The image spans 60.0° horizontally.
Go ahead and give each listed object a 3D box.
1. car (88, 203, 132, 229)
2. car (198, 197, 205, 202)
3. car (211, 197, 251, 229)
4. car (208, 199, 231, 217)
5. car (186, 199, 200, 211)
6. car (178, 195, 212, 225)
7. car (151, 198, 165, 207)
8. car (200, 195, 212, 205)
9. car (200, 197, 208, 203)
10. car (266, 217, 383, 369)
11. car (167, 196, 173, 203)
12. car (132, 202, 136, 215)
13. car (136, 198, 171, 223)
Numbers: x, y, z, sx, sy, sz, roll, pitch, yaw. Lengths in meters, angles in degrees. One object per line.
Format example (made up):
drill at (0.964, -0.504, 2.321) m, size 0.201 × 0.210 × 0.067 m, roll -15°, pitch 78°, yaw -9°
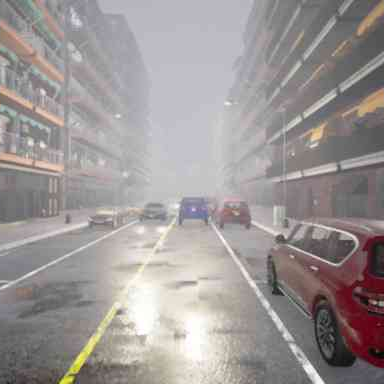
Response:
car at (-5.678, 1.649, 22.476) m, size 2.008 × 1.369 × 4.403 m, roll 1°, pitch 0°, yaw 0°
car at (2.781, 2.000, 95.466) m, size 1.947 × 1.339 × 4.313 m, roll 1°, pitch 0°, yaw 0°
car at (2.705, 1.413, 22.442) m, size 2.192 × 1.841 × 5.009 m, roll 1°, pitch 0°, yaw 0°
car at (2.704, 1.588, 33.578) m, size 1.967 × 1.590 × 4.097 m, roll 1°, pitch 0°, yaw 0°
car at (0.106, 1.728, 45.604) m, size 1.812 × 1.442 × 4.674 m, roll 0°, pitch 0°, yaw 0°
car at (0.103, 1.333, 25.539) m, size 2.150 × 2.045 × 5.566 m, roll 0°, pitch 0°, yaw 0°
car at (-5.674, 1.774, 55.713) m, size 1.752 × 1.417 × 4.829 m, roll 1°, pitch 0°, yaw 0°
car at (2.711, 1.616, 66.986) m, size 2.192 × 1.841 × 5.009 m, roll 1°, pitch 0°, yaw 0°
car at (2.717, 1.879, 78.291) m, size 1.752 × 1.417 × 4.829 m, roll 1°, pitch 0°, yaw 0°
car at (2.704, 1.341, 5.739) m, size 2.192 × 1.841 × 5.009 m, roll 1°, pitch 0°, yaw 0°
car at (-5.689, 1.819, 83.723) m, size 1.967 × 1.590 × 4.097 m, roll 1°, pitch 0°, yaw 0°
car at (-5.677, 1.672, 33.442) m, size 1.752 × 1.417 × 4.829 m, roll 1°, pitch 0°, yaw 0°
car at (-2.997, 1.516, 27.196) m, size 1.882 × 1.535 × 5.008 m, roll 0°, pitch 0°, yaw 0°
